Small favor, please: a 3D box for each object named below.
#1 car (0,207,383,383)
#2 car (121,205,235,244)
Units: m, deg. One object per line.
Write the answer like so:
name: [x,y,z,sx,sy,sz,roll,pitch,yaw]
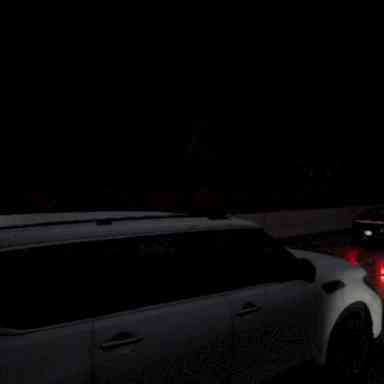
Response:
car: [-0.208,1.206,3.599,5.566,2.045,2.150,-1,0,-35]
car: [-0.574,1.472,16.482,5.357,1.411,2.033,-1,0,-36]
